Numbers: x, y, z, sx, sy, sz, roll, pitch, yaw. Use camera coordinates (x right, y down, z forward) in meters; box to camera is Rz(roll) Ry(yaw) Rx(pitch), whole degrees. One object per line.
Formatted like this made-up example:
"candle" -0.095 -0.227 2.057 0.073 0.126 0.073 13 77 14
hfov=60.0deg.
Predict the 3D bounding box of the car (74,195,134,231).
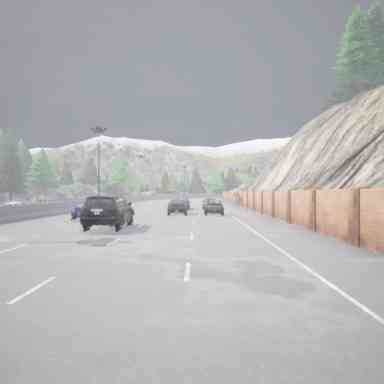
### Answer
"car" -5.095 1.223 20.603 2.150 2.045 5.566 0 0 1

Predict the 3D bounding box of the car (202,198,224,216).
"car" 2.113 1.491 32.800 2.128 1.511 4.902 0 0 1

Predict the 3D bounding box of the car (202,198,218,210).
"car" 2.283 1.525 43.250 1.812 1.442 4.674 0 0 1

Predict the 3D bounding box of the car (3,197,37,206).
"car" -18.923 1.330 36.817 1.812 1.442 4.674 0 0 1

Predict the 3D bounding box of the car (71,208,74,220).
"car" -8.476 1.525 27.570 1.812 1.442 4.674 0 0 1

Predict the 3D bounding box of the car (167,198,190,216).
"car" -1.385 1.505 32.986 1.837 1.490 4.892 0 0 1
